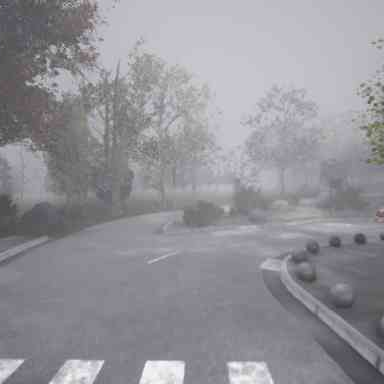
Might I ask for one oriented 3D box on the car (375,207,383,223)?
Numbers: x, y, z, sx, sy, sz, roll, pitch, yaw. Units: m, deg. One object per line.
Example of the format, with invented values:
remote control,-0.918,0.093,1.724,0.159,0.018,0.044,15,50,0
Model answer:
car,14.224,1.186,21.275,4.553,1.767,2.097,0,0,-4
